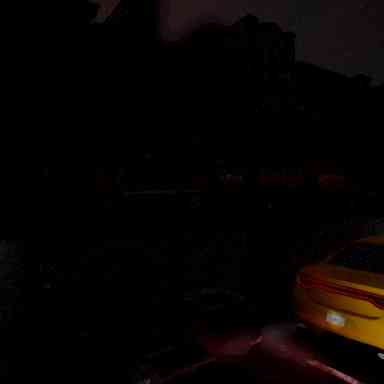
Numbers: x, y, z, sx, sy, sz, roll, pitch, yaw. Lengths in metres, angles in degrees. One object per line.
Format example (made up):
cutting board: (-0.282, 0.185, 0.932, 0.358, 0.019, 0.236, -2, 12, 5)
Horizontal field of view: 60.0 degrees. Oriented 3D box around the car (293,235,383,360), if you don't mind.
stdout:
car: (3.850, 1.476, 5.682, 5.008, 1.535, 1.882, 0, 0, -35)
